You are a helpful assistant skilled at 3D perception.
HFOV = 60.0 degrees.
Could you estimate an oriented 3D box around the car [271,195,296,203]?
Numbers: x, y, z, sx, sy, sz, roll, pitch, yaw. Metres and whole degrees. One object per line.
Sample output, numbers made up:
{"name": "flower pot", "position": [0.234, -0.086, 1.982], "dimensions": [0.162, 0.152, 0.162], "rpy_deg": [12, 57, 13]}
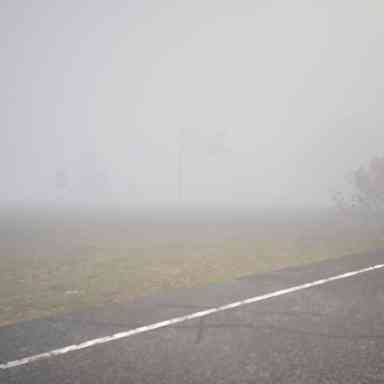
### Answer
{"name": "car", "position": [16.623, 1.264, 60.318], "dimensions": [2.128, 1.511, 4.902], "rpy_deg": [0, 0, -34]}
